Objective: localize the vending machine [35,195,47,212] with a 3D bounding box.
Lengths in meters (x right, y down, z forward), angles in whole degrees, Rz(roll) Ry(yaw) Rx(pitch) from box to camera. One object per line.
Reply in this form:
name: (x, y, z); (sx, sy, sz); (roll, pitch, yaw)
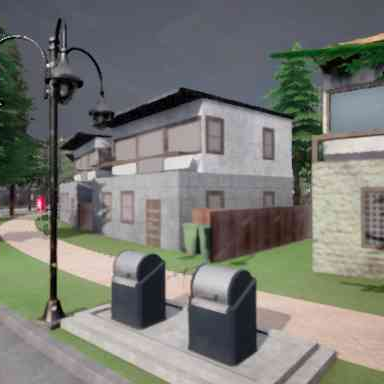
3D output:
vending machine: (-19.227, 1.491, 42.376); (1.100, 2.100, 0.880); (0, 0, -4)
